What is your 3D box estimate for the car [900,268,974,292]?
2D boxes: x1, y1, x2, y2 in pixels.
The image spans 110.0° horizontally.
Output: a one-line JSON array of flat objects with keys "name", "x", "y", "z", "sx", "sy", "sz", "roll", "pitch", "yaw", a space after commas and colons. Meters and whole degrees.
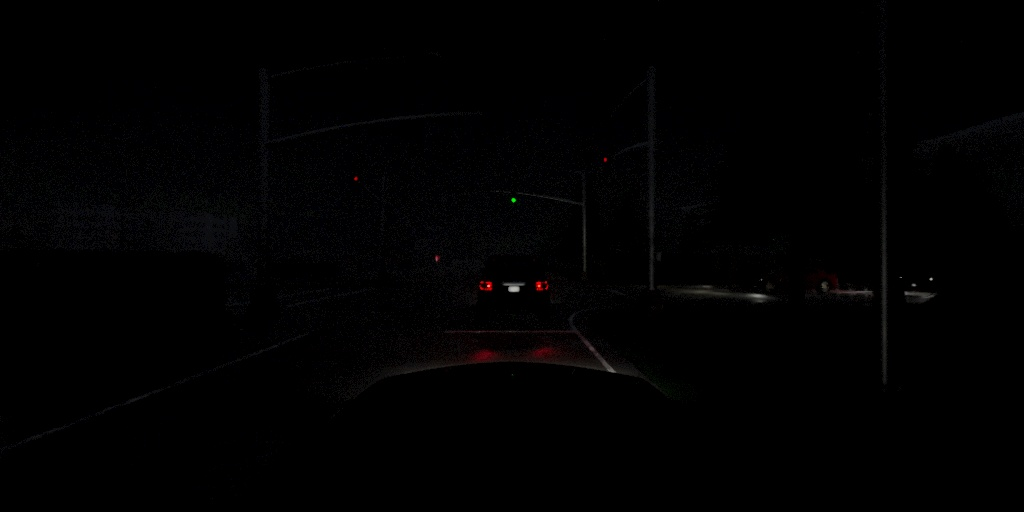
[{"name": "car", "x": 25.538, "y": 1.379, "z": 21.234, "sx": 4.718, "sy": 1.301, "sz": 1.895, "roll": 0, "pitch": 0, "yaw": -10}]

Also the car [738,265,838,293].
[{"name": "car", "x": 15.617, "y": 1.257, "z": 20.460, "sx": 5.008, "sy": 1.535, "sz": 1.882, "roll": 0, "pitch": 0, "yaw": -2}]

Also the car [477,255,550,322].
[{"name": "car", "x": 0.047, "y": 0.992, "z": 12.513, "sx": 2.150, "sy": 2.045, "sz": 5.566, "roll": 0, "pitch": 0, "yaw": 0}]
